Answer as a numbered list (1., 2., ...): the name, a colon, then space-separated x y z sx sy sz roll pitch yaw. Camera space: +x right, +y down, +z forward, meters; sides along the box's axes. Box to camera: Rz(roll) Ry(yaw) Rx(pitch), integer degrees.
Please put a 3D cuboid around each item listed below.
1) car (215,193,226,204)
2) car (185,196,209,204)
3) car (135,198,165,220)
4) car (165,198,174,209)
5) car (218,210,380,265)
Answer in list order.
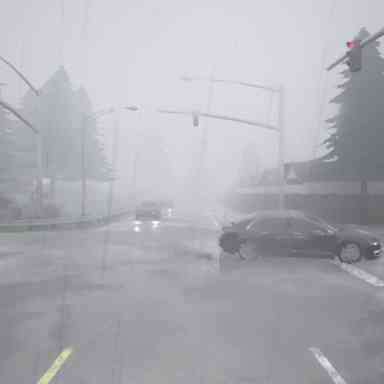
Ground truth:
1. car: 6.882 1.180 60.867 5.566 2.045 2.150 0 0 -22
2. car: 0.986 1.470 61.414 4.892 1.490 1.837 0 0 -39
3. car: -3.610 1.491 28.073 1.837 1.490 4.892 0 1 0
4. car: -3.542 1.545 45.410 1.994 1.385 4.181 0 0 1
5. car: 3.286 1.383 10.719 4.892 1.490 1.837 -1 4 13
